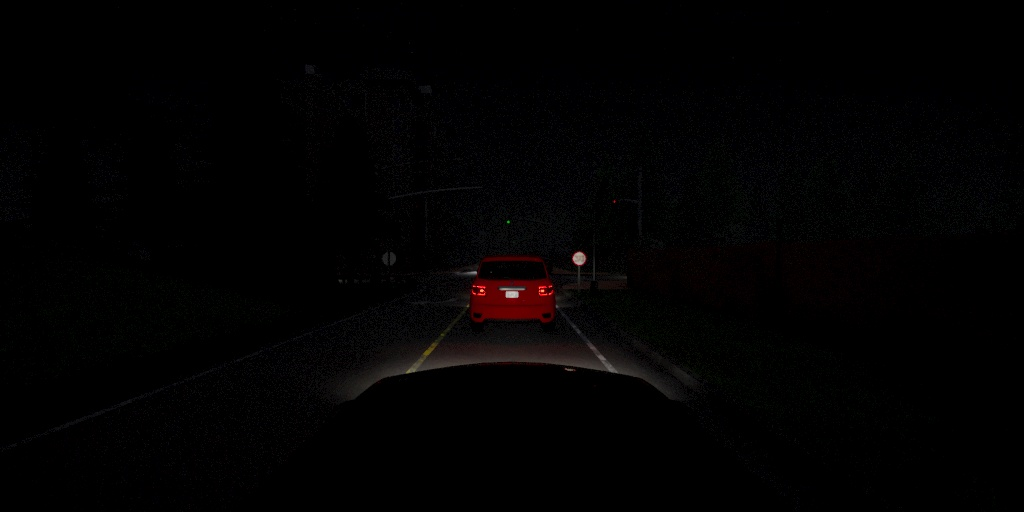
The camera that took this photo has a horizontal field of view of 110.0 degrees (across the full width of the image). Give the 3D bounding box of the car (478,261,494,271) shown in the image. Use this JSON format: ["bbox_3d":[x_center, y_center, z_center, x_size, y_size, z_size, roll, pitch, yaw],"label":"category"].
[{"bbox_3d":[-3.550,1.351,50.041,1.895,1.301,4.718,0,0,0],"label":"car"}]

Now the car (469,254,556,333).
[{"bbox_3d":[0.051,0.971,10.872,2.150,2.045,5.566,0,0,1],"label":"car"}]

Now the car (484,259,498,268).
[{"bbox_3d":[-3.516,1.297,60.677,2.033,1.411,5.357,0,0,0],"label":"car"}]
